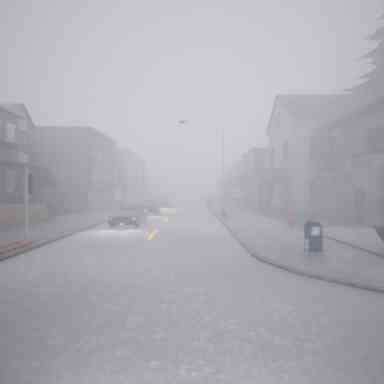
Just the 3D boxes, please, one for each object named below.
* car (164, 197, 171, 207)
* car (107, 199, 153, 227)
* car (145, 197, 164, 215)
[{"bbox_3d":[-4.048,1.409,47.179,1.895,1.301,4.718,0,0,1],"label":"car"},{"bbox_3d":[-4.092,1.458,22.015,2.033,1.411,5.357,0,0,0],"label":"car"},{"bbox_3d":[-4.096,1.373,32.296,1.837,1.490,4.892,0,0,0],"label":"car"}]
